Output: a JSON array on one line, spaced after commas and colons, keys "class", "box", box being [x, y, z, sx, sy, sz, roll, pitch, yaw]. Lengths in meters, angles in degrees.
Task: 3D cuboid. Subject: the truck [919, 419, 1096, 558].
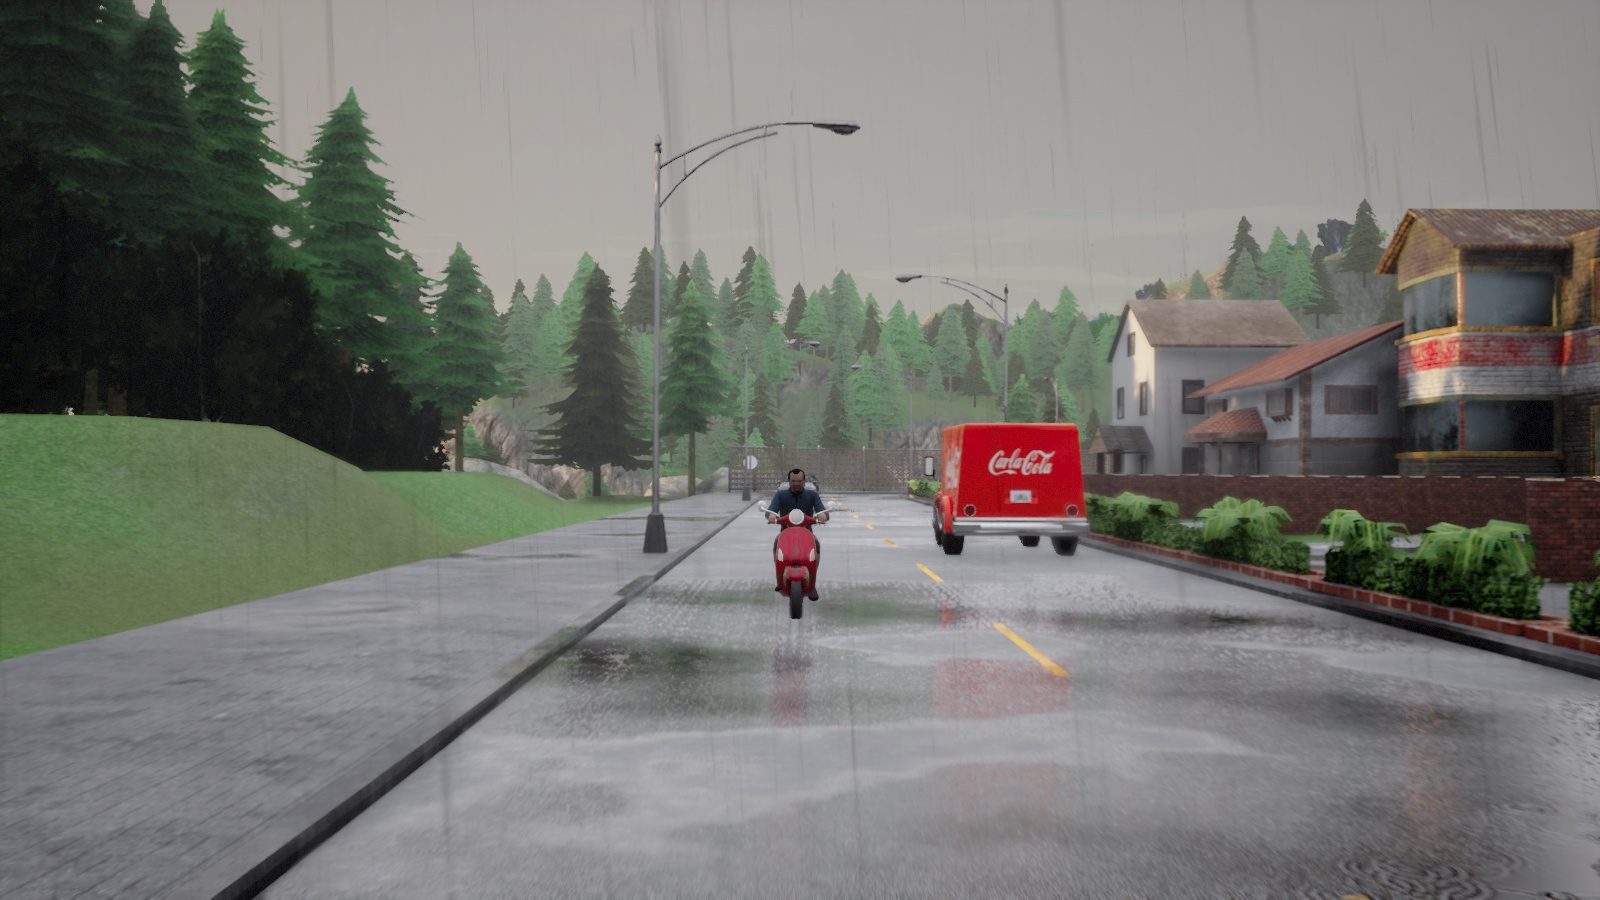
[{"class": "truck", "box": [3.943, 0.730, 24.991, 2.627, 2.467, 5.204, 0, -1, 0]}]

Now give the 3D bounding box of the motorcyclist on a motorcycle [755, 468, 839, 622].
[{"class": "motorcyclist on a motorcycle", "box": [-0.031, 1.002, 13.939, 0.866, 1.590, 1.817, 0, -1, 0]}]

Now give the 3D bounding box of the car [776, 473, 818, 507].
[{"class": "car", "box": [-0.122, 1.771, 56.266, 1.816, 1.474, 4.193, 0, -1, 0]}]
